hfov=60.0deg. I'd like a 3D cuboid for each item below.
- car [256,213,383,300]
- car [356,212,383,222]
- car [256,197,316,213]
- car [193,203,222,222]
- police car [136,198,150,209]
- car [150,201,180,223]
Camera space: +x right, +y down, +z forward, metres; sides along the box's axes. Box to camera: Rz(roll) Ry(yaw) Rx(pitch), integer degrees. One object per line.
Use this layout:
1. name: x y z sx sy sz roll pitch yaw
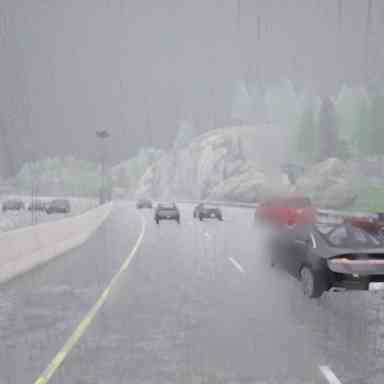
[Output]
1. car: 3.276 1.523 8.516 2.128 1.511 4.902 0 0 -3
2. car: 9.701 1.656 17.001 1.895 1.301 4.718 0 0 -5
3. car: 5.783 1.305 21.032 2.150 2.045 5.566 0 0 -6
4. car: 1.283 1.653 28.046 1.812 1.442 4.674 0 0 -8
5. police car: -7.239 1.752 50.403 2.038 1.542 4.974 0 -1 -16
6. car: -2.051 1.621 26.613 2.128 1.511 4.902 0 0 -8
